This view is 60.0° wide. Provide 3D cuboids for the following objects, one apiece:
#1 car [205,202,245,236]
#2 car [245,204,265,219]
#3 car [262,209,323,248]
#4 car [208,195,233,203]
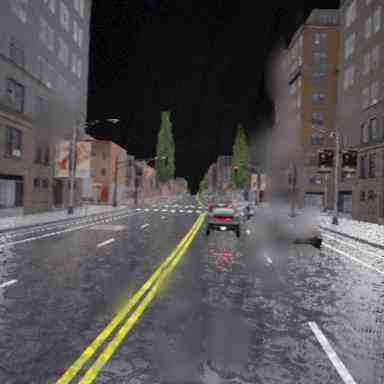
[{"bbox_3d":[1.801,1.585,19.246,1.837,1.490,4.892,2,0,5],"label":"car"},{"bbox_3d":[5.916,1.792,31.305,2.033,1.411,5.357,2,0,4],"label":"car"},{"bbox_3d":[4.796,1.747,16.059,1.994,1.385,4.181,2,0,5],"label":"car"},{"bbox_3d":[2.667,1.349,31.311,2.150,2.045,5.566,2,0,3],"label":"car"}]
